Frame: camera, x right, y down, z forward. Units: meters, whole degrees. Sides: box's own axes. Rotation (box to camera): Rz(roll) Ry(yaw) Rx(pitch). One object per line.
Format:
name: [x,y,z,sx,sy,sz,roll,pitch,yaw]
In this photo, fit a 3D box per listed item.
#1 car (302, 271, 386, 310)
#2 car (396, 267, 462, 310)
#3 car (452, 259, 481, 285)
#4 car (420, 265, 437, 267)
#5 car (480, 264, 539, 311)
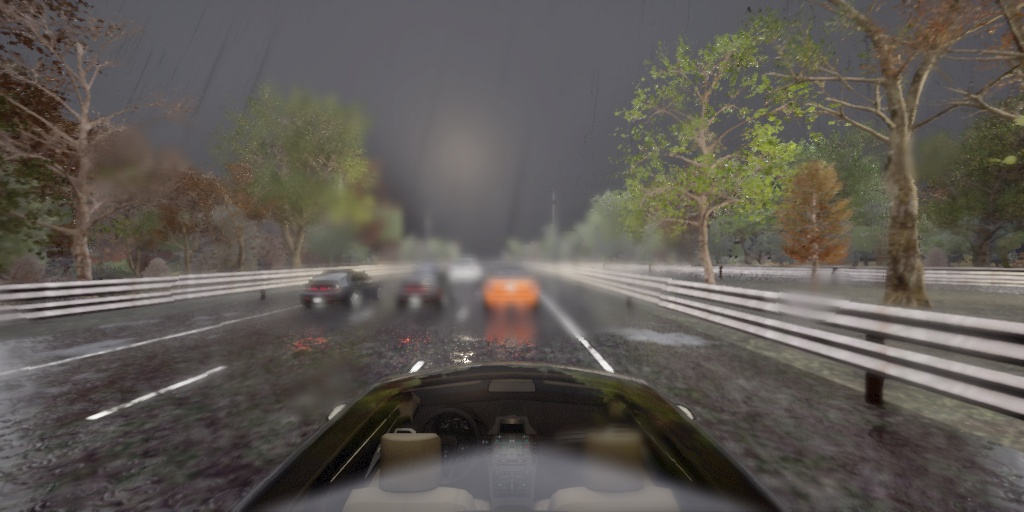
car: [-7.026,1.402,15.490,1.837,1.490,4.892,0,0,0]
car: [-3.525,1.401,15.499,1.837,1.490,4.892,0,0,0]
car: [-3.712,1.273,29.625,2.150,2.045,5.566,0,0,-1]
car: [-7.231,1.544,31.238,1.882,1.535,5.008,0,0,-1]
car: [-0.026,1.245,15.453,2.097,1.767,4.553,0,-1,0]
